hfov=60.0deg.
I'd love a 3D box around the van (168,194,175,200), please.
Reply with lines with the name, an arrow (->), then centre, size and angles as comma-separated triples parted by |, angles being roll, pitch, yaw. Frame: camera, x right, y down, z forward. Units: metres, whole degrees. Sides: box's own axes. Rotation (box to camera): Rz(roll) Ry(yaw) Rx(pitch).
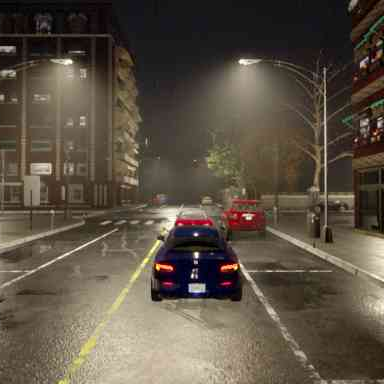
van -> -5.826, 1.417, 94.884 | 1.690, 1.788, 3.998 | 1, 0, 0

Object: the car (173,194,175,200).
car -> -5.803, 1.606, 78.268 | 2.008, 1.369, 4.403 | 1, 0, 0

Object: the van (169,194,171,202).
van -> -5.781, 1.385, 67.191 | 1.690, 1.788, 3.998 | 1, 0, 0

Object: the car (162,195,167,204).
car -> -5.768, 1.616, 56.113 | 1.802, 1.307, 4.206 | 1, 0, 0

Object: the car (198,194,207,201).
car -> 2.572, 1.377, 83.812 | 2.192, 1.841, 5.009 | 1, 0, 0

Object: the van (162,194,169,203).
van -> -5.772, 1.380, 61.652 | 1.690, 1.788, 3.998 | 1, 0, 0

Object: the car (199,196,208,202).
car -> 2.576, 1.622, 78.274 | 1.947, 1.339, 4.313 | 1, 0, 0

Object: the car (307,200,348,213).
car -> 15.153, 1.607, 37.144 | 4.313, 1.339, 1.947 | 0, -1, 0

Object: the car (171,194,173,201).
car -> -5.794, 1.632, 72.730 | 1.802, 1.307, 4.206 | 1, 0, 0

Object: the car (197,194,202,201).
car -> 2.586, 1.601, 72.735 | 2.008, 1.369, 4.403 | 1, 0, 0

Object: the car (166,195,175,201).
car -> -5.821, 1.620, 89.346 | 2.008, 1.369, 4.403 | 1, 0, 0

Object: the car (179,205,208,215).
car -> 0.071, 1.608, 17.900 | 1.895, 1.301, 4.718 | 0, 0, 0

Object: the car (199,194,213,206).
car -> 2.613, 1.560, 56.291 | 1.752, 1.417, 4.829 | 1, 0, 0

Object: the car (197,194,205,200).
car -> 2.554, 1.391, 94.887 | 2.192, 1.841, 5.009 | 1, 0, 0

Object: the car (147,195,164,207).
car -> -5.759, 1.612, 50.576 | 1.802, 1.307, 4.206 | 1, 0, 0

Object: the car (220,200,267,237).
car -> 2.679, 1.322, 18.091 | 2.192, 1.841, 5.009 | 1, 0, 0

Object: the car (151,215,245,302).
car -> 0.088, 1.528, 8.157 | 1.812, 1.442, 4.674 | 0, 0, 0
